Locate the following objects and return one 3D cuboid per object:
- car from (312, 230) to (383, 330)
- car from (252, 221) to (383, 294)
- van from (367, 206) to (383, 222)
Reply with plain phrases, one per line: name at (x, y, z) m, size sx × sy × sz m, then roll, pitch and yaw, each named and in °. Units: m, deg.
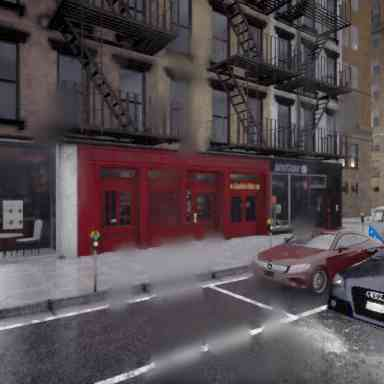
car at (4.414, 1.563, 6.176) m, size 4.181 × 1.385 × 1.994 m, roll 0°, pitch 0°, yaw -35°
car at (3.424, 1.581, 8.618) m, size 4.206 × 1.307 × 1.802 m, roll 0°, pitch 0°, yaw -35°
van at (7.832, 1.340, 11.747) m, size 3.998 × 1.788 × 1.690 m, roll 0°, pitch 0°, yaw -35°
